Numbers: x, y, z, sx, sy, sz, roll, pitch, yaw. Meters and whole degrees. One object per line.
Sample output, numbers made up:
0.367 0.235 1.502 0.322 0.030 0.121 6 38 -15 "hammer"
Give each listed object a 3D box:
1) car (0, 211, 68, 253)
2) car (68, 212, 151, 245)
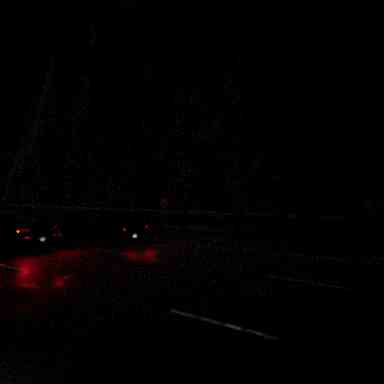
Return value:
-7.328 1.509 13.554 4.674 1.442 1.812 1 0 36 "car"
-4.253 1.592 15.636 4.718 1.301 1.895 0 0 36 "car"
